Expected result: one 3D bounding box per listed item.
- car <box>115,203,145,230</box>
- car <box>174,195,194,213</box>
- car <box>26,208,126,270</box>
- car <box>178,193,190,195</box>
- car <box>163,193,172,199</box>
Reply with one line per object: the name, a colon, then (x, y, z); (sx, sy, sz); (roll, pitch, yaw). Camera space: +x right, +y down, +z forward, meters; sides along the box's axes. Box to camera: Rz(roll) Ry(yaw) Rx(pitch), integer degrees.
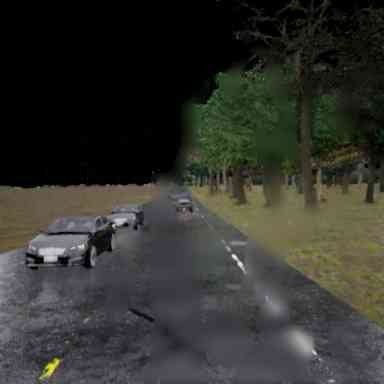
car: (-4.145, 1.517, 21.431); (2.128, 1.511, 4.902); (0, 0, -1)
car: (-0.853, 1.453, 36.108); (1.837, 1.490, 4.892); (0, 0, -2)
car: (-3.878, 1.534, 11.414); (2.128, 1.511, 4.902); (0, 0, -2)
car: (-1.160, 1.109, 47.252); (2.150, 2.045, 5.566); (0, 1, -2)
car: (-5.507, 0.887, 74.281); (1.895, 1.301, 4.718); (0, 1, -2)
